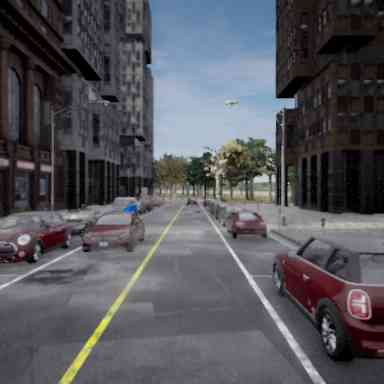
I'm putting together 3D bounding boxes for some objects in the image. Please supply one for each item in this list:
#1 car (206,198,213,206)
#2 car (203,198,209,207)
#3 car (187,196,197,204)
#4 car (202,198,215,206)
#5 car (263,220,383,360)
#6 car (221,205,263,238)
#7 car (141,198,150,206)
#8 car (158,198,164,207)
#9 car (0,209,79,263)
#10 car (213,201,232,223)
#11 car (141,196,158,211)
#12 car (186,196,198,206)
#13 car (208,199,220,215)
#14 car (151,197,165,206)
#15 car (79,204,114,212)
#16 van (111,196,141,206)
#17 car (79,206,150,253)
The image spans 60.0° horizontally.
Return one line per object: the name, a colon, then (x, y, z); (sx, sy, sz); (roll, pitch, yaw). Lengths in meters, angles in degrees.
car: (2.760, 1.611, 34.308); (1.802, 1.307, 4.206); (0, 0, 0)
car: (2.759, 1.593, 39.977); (2.008, 1.369, 4.403); (-1, 0, 0)
car: (0.007, 1.597, 67.866); (2.128, 1.511, 4.902); (0, 0, 0)
car: (2.760, 1.669, 56.984); (1.947, 1.339, 4.313); (-1, 0, 0)
car: (2.758, 1.440, 5.961); (1.967, 1.590, 4.097); (0, 0, 0)
car: (2.759, 1.589, 17.300); (1.802, 1.307, 4.206); (0, 0, 0)
car: (-5.765, 1.611, 34.338); (1.802, 1.307, 4.206); (0, 0, 0)
car: (-5.765, 1.646, 51.346); (1.947, 1.339, 4.313); (-1, 0, 0)
car: (-5.767, 1.442, 11.662); (1.967, 1.590, 4.097); (0, 0, 0)
car: (2.759, 1.564, 22.970); (2.008, 1.369, 4.403); (0, 0, 0)
car: (-5.767, 1.357, 40.007); (2.192, 1.841, 5.009); (0, 0, 0)
car: (0.005, 1.633, 57.801); (1.812, 1.442, 4.674); (0, 0, 0)
car: (2.760, 1.571, 28.639); (2.008, 1.369, 4.403); (0, 0, 0)
car: (-5.765, 1.654, 57.015); (2.008, 1.369, 4.403); (-1, 0, 0)
car: (-5.766, 1.558, 17.331); (2.008, 1.369, 4.403); (0, 0, 0)
van: (-5.767, 1.360, 28.670); (1.690, 1.788, 3.998); (0, 0, 0)
car: (-3.075, 1.531, 13.884); (1.812, 1.442, 4.674); (0, 1, 0)
